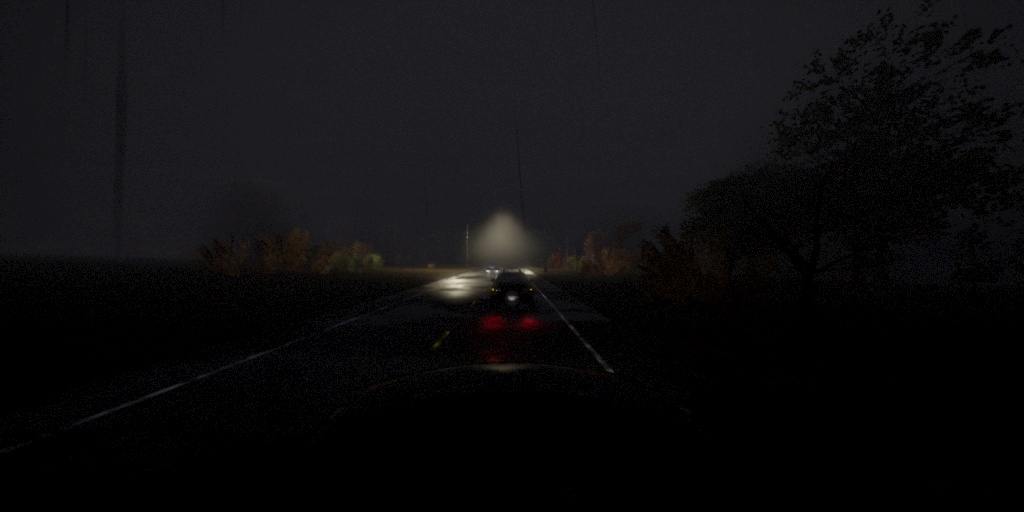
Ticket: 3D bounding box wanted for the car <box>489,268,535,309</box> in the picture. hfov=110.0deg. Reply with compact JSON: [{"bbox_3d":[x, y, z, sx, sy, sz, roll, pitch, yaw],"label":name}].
[{"bbox_3d":[0.012,1.421,15.747,1.812,1.442,4.674,0,0,0],"label":"car"}]
